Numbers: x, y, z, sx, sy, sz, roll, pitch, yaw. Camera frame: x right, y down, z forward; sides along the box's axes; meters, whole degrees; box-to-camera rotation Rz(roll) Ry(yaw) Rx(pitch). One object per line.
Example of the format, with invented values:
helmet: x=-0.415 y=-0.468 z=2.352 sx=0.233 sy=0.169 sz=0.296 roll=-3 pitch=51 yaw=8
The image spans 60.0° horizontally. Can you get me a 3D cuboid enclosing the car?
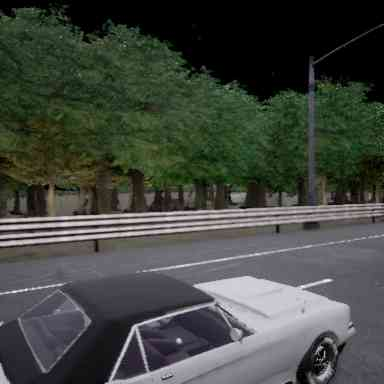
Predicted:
car: x=-0.285 y=1.599 z=3.603 sx=4.718 sy=1.301 sz=1.895 roll=0 pitch=0 yaw=-35
